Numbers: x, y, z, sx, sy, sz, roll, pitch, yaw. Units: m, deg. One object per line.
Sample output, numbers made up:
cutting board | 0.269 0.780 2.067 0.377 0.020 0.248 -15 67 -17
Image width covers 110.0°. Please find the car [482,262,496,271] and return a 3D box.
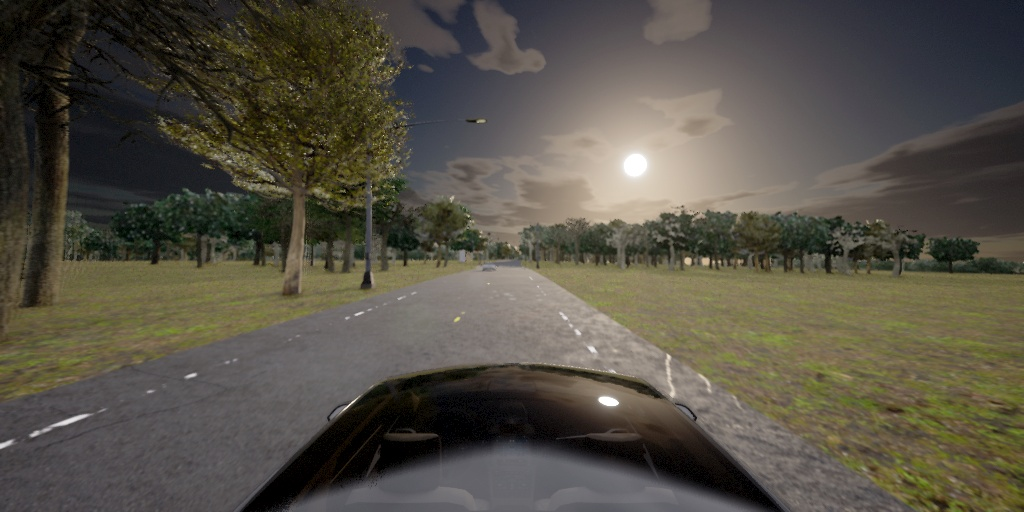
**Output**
car | -3.508 1.607 54.554 1.895 1.301 4.718 1 -1 0
